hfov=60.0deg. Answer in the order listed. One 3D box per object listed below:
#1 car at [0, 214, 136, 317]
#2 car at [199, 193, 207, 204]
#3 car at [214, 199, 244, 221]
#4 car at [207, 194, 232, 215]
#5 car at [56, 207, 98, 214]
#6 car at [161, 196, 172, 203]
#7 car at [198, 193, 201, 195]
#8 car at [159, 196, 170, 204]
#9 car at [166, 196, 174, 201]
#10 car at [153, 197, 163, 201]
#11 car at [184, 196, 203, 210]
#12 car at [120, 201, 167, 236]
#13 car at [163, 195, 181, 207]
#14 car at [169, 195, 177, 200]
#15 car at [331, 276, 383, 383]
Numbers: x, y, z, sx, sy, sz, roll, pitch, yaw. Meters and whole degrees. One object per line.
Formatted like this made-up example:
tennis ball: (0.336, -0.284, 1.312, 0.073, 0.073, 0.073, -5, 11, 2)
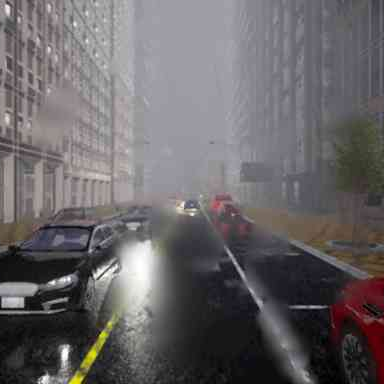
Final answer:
car: (-2.845, 1.493, 7.735, 2.128, 1.511, 4.902, 0, 0, 0)
car: (2.572, 1.441, 58.928, 1.967, 1.590, 4.097, 0, 0, 0)
car: (3.027, 1.528, 26.910, 1.812, 1.442, 4.674, 0, 0, 0)
car: (2.985, 1.231, 33.940, 2.150, 2.045, 5.566, 0, 0, 0)
car: (-5.380, 1.442, 15.060, 1.967, 1.590, 4.097, 0, 0, 0)
car: (-5.307, 1.564, 70.024, 1.947, 1.339, 4.313, 0, 0, 0)
car: (2.576, 1.518, 86.836, 1.752, 1.417, 4.829, 0, 0, 0)
car: (-5.307, 1.525, 64.307, 1.752, 1.417, 4.829, 0, 0, 0)
car: (-5.305, 1.577, 81.120, 1.802, 1.307, 4.206, 0, 0, 0)
car: (-5.309, 1.583, 53.382, 1.802, 1.307, 4.206, 0, 0, 0)
car: (0.010, 1.581, 42.824, 1.994, 1.385, 4.181, 0, 0, 0)
car: (-2.801, 1.494, 18.391, 2.128, 1.511, 4.902, 0, 0, 1)
car: (-2.820, 1.354, 50.268, 2.097, 1.767, 4.553, 0, 0, 0)
car: (-5.303, 1.535, 92.215, 1.887, 1.381, 4.507, 0, 0, 0)
car: (2.693, 1.316, 1.998, 2.192, 1.841, 5.009, 0, 0, 0)
